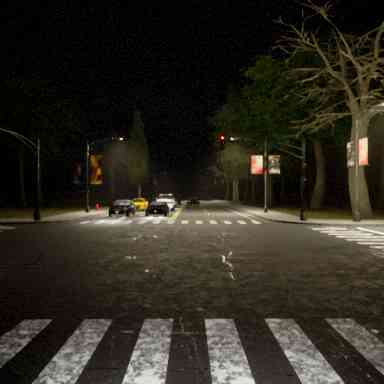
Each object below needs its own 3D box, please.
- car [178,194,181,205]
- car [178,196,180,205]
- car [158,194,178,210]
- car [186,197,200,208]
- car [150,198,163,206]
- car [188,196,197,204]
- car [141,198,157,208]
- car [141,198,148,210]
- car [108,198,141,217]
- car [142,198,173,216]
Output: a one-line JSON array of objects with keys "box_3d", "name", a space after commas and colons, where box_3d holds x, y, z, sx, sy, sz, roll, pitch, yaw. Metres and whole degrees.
[{"box_3d": [-3.221, 1.401, 62.425, 2.150, 2.045, 5.566, 0, 0, 1], "name": "car"}, {"box_3d": [-3.280, 1.699, 51.812, 1.895, 1.301, 4.718, 0, 0, 0], "name": "car"}, {"box_3d": [-3.291, 1.264, 41.561, 2.150, 2.045, 5.566, 0, 0, 0], "name": "car"}, {"box_3d": [0.159, 1.576, 49.858, 2.128, 1.511, 4.902, 0, 0, 0], "name": "car"}, {"box_3d": [-6.484, 1.770, 61.168, 1.895, 1.301, 4.718, 0, 0, 0], "name": "car"}, {"box_3d": [0.135, 1.736, 72.650, 1.882, 1.535, 5.008, 0, 0, 0], "name": "car"}, {"box_3d": [-6.534, 1.658, 51.110, 1.994, 1.385, 4.181, 0, 0, -1], "name": "car"}, {"box_3d": [-6.541, 1.518, 41.064, 1.882, 1.535, 5.008, 0, 0, 0], "name": "car"}, {"box_3d": [-6.555, 1.508, 31.564, 2.128, 1.511, 4.902, 0, 0, 0], "name": "car"}, {"box_3d": [-3.295, 1.581, 32.204, 1.994, 1.385, 4.181, 0, 0, 1], "name": "car"}]
